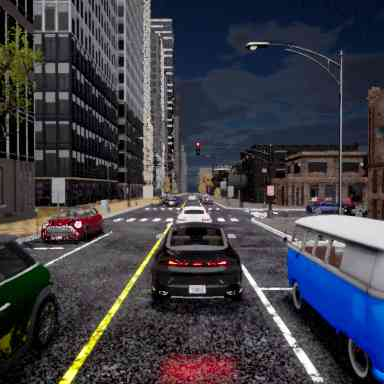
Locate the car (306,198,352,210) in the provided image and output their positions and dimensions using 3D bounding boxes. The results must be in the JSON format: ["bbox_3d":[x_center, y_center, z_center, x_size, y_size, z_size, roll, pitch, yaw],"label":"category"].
[{"bbox_3d":[14.851,1.684,36.880,4.181,1.385,1.994,1,1,1],"label":"car"}]

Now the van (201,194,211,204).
[{"bbox_3d":[2.737,1.325,65.387,1.690,1.788,3.998,-1,0,0],"label":"van"}]

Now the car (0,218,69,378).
[{"bbox_3d":[-3.095,1.351,3.158,2.097,1.767,4.553,0,0,0],"label":"car"}]

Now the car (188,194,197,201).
[{"bbox_3d":[0.077,1.504,81.055,1.812,1.442,4.674,0,0,0],"label":"car"}]

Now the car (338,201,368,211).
[{"bbox_3d":[16.447,1.793,31.064,4.313,1.339,1.947,1,0,1],"label":"car"}]

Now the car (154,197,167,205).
[{"bbox_3d":[-5.611,1.551,59.805,1.947,1.339,4.313,-1,0,0],"label":"car"}]

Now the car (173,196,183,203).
[{"bbox_3d":[-2.931,1.536,71.094,1.994,1.385,4.181,0,0,0],"label":"car"}]

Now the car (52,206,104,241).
[{"bbox_3d":[-5.688,1.435,16.214,1.967,1.590,4.097,-1,0,0],"label":"car"}]

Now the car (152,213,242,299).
[{"bbox_3d":[0.105,1.502,8.414,1.837,1.490,4.892,0,0,0],"label":"car"}]

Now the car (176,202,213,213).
[{"bbox_3d":[0.112,1.520,18.770,1.812,1.442,4.674,0,0,0],"label":"car"}]

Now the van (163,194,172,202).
[{"bbox_3d":[-5.599,1.323,76.738,1.690,1.788,3.998,-1,0,0],"label":"van"}]

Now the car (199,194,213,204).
[{"bbox_3d":[2.734,1.425,59.743,1.967,1.590,4.097,-1,0,0],"label":"car"}]

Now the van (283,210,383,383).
[{"bbox_3d":[2.680,1.340,5.122,1.690,1.788,3.998,-1,0,0],"label":"van"}]

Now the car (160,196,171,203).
[{"bbox_3d":[-5.600,1.549,71.094,1.947,1.339,4.313,-1,0,0],"label":"car"}]

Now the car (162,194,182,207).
[{"bbox_3d":[-3.041,1.478,52.079,2.128,1.511,4.902,0,0,0],"label":"car"}]

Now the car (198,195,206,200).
[{"bbox_3d":[2.768,1.531,93.607,2.008,1.369,4.403,-1,0,0],"label":"car"}]

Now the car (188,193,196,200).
[{"bbox_3d":[0.087,1.257,91.058,2.097,1.767,4.553,0,0,0],"label":"car"}]

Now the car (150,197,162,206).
[{"bbox_3d":[-5.788,1.511,53.992,1.752,1.417,4.829,-1,0,0],"label":"car"}]

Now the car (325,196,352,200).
[{"bbox_3d":[16.564,1.411,39.441,5.009,1.841,2.192,1,0,1],"label":"car"}]
